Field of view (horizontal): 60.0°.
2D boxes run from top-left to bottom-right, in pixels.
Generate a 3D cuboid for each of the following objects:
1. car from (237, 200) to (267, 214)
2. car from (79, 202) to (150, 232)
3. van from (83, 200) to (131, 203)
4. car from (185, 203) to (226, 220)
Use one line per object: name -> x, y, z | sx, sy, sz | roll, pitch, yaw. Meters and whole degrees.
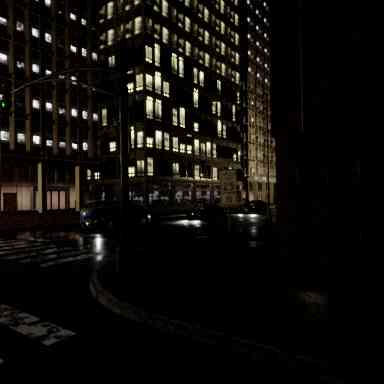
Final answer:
car -> 7.115, 1.632, 37.259 | 1.812, 1.442, 4.674 | -1, -1, 36
car -> -4.646, 1.571, 20.970 | 1.837, 1.490, 4.892 | -1, -1, 33
van -> -5.988, 1.460, 23.505 | 1.690, 1.788, 3.998 | -2, -1, 36
car -> 1.216, 1.649, 29.072 | 1.994, 1.385, 4.181 | -1, -1, 36
